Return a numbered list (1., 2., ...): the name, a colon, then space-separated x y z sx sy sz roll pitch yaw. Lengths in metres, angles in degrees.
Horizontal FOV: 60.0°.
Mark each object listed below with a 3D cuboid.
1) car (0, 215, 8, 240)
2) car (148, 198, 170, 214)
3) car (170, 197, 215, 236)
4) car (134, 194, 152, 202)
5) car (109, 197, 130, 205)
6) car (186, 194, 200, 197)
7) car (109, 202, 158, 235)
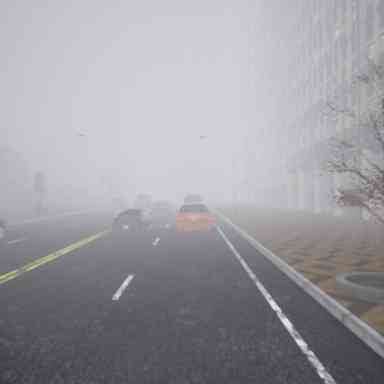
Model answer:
1. car: -9.802 1.510 14.101 1.837 1.490 4.892 0 0 0
2. car: -3.162 1.592 36.047 2.033 1.411 5.357 0 0 0
3. car: 0.104 1.361 18.670 2.097 1.767 4.553 0 0 0
4. car: -6.564 1.298 45.659 2.150 2.045 5.566 0 -1 0
5. car: -9.814 1.424 45.258 2.097 1.767 4.553 0 0 0
6. car: 0.103 1.278 40.329 2.150 2.045 5.566 0 0 0
7. car: -3.206 1.535 18.571 1.812 1.442 4.674 0 0 1
